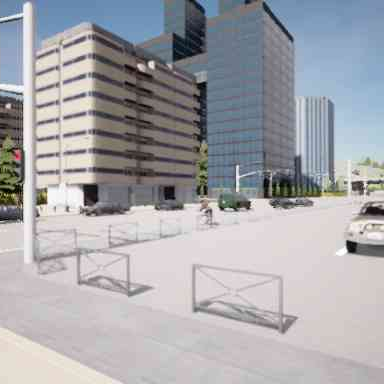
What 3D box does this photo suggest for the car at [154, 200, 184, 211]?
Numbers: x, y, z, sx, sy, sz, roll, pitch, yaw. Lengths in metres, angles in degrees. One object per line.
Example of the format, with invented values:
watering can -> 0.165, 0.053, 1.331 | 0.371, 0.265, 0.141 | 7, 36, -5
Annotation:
car -> -2.840, 1.632, 41.520 | 1.994, 1.385, 4.181 | 0, 0, 36

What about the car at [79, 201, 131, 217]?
car -> -8.535, 1.617, 33.193 | 2.033, 1.411, 5.357 | 0, 0, 34

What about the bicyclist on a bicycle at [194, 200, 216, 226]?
bicyclist on a bicycle -> 0.801, 1.331, 21.169 | 1.656, 1.620, 0.582 | 0, 0, 34

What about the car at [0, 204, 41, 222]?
car -> -14.210, 1.619, 24.854 | 2.033, 1.411, 5.357 | 0, 0, 34

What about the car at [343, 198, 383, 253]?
car -> 6.971, 1.154, 12.168 | 1.932, 1.855, 4.605 | 0, 0, 34

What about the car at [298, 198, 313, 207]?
car -> 17.611, 1.581, 52.597 | 2.033, 1.411, 5.357 | 0, 0, 34

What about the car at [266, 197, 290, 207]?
car -> 13.953, 1.591, 53.445 | 2.033, 1.411, 5.357 | 0, 0, 34

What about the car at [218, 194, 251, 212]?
car -> 5.205, 1.269, 40.588 | 2.150, 2.045, 5.566 | 0, 0, 34

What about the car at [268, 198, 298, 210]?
car -> 12.328, 1.540, 44.834 | 1.837, 1.490, 4.892 | 0, 0, 34
